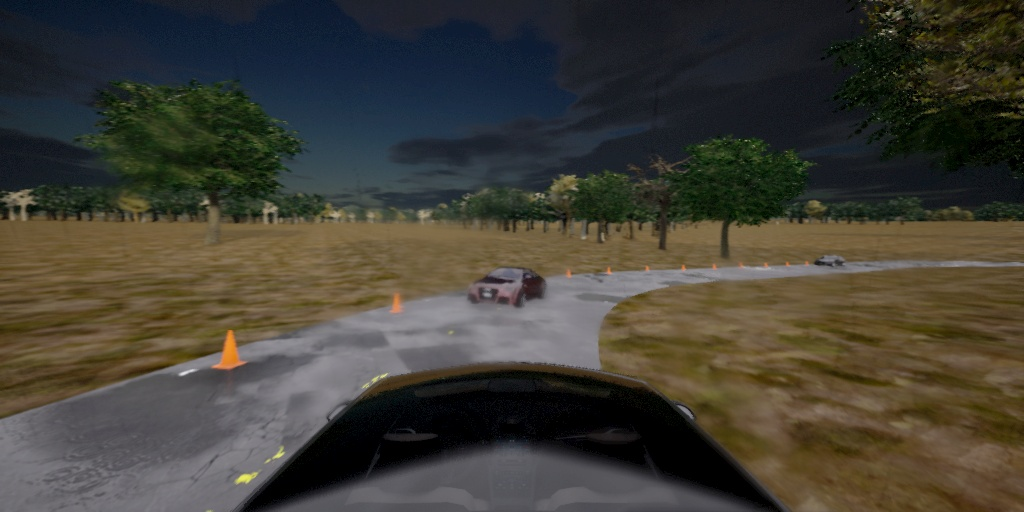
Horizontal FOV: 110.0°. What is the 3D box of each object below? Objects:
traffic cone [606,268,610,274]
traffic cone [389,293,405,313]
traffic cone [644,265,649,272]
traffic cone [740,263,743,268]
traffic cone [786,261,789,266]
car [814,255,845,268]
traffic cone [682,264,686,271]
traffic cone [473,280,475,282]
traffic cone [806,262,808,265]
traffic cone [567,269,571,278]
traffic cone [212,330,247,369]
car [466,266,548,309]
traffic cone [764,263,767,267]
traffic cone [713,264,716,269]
[{"bbox_3d":[7.875,1.160,29.217,0.340,0.580,0.340,0,0,-41],"label":"traffic cone"},{"bbox_3d":[-3.630,1.456,11.313,0.340,0.580,0.340,0,0,16],"label":"traffic cone"},{"bbox_3d":[12.209,1.128,32.418,0.340,0.580,0.340,0,0,-32],"label":"traffic cone"},{"bbox_3d":[25.469,1.047,39.778,0.340,0.580,0.340,0,0,-29],"label":"traffic cone"},{"bbox_3d":[34.236,0.973,44.589,0.340,0.580,0.340,0,0,-29],"label":"traffic cone"},{"bbox_3d":[40.140,0.658,45.227,4.892,1.490,1.837,-1,5,-29],"label":"car"},{"bbox_3d":[16.703,1.112,34.966,0.340,0.580,0.340,0,0,-29],"label":"traffic cone"},{"bbox_3d":[-1.765,1.369,16.373,0.340,0.580,0.340,0,0,24],"label":"traffic cone"},{"bbox_3d":[38.620,0.934,46.994,0.340,0.580,0.340,0,0,-29],"label":"traffic cone"},{"bbox_3d":[4.050,1.214,25.421,0.340,0.580,0.340,0,0,41],"label":"traffic cone"},{"bbox_3d":[-4.743,1.541,6.033,0.340,0.580,0.340,0,0,8],"label":"traffic cone"},{"bbox_3d":[-0.038,1.119,14.050,1.994,1.385,4.181,3,2,23],"label":"car"},{"bbox_3d":[29.853,1.010,42.183,0.340,0.580,0.340,0,0,-29],"label":"traffic cone"},{"bbox_3d":[21.085,1.084,37.372,0.340,0.580,0.340,0,0,-29],"label":"traffic cone"}]
